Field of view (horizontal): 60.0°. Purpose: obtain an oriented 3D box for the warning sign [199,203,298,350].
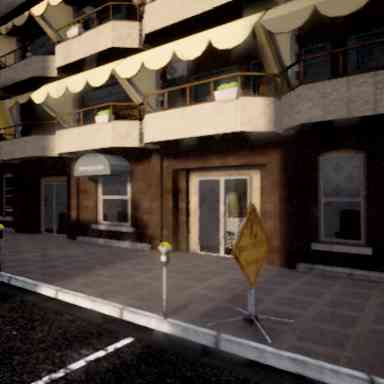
[{"bbox_3d":[0.908,1.123,5.147,1.060,1.860,1.300,0,0,36],"label":"warning sign"}]
